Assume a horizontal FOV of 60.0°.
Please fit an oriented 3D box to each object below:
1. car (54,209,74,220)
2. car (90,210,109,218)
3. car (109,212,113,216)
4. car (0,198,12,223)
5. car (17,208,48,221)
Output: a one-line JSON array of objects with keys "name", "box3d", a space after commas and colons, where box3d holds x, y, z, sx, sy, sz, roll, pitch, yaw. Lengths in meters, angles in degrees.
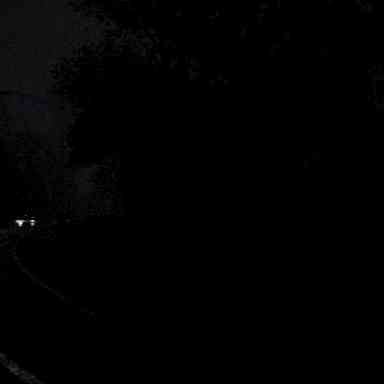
[{"name": "car", "box3d": [-18.326, 3.204, 47.841, 1.837, 1.490, 4.892, 0, -5, -6]}, {"name": "car", "box3d": [-15.493, 3.719, 54.740, 2.033, 1.411, 5.357, 0, -4, -6]}, {"name": "car", "box3d": [-16.601, 4.567, 65.134, 1.895, 1.301, 4.718, 0, -4, -5]}, {"name": "car", "box3d": [-15.939, 1.479, 25.512, 2.150, 2.045, 5.566, 0, -2, -5]}, {"name": "car", "box3d": [-17.012, 2.357, 35.654, 1.994, 1.385, 4.181, 0, -4, -6]}]
